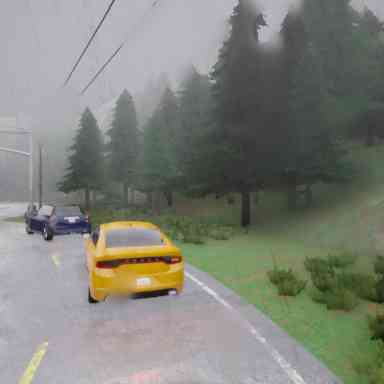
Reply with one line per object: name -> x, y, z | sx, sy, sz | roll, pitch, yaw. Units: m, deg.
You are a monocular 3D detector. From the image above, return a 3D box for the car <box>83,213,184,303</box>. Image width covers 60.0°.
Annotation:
car -> -1.665, 1.477, 8.400 | 1.882, 1.535, 5.008 | 0, 0, -18

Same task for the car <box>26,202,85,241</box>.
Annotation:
car -> -6.928, 1.351, 17.052 | 2.097, 1.767, 4.553 | 0, 0, -40
